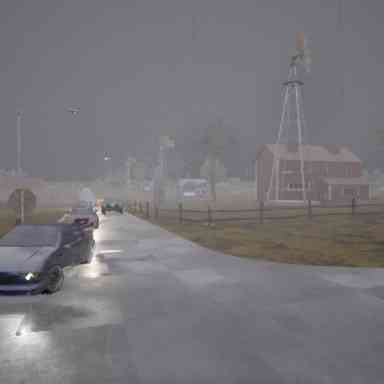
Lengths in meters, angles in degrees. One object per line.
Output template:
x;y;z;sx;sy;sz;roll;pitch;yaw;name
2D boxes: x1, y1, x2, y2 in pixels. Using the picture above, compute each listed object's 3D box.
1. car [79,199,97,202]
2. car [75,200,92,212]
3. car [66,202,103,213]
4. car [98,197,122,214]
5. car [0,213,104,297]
-10.489;1.615;32.022;2.033;1.411;5.357;0;0;-18;car
-13.836;1.714;42.550;1.994;1.385;4.181;0;-1;-17;car
-6.990;1.579;21.157;1.994;1.385;4.181;0;0;-19;car
-9.018;1.446;37.032;2.097;1.767;4.553;0;0;-18;car
-3.989;1.542;8.952;2.033;1.411;5.357;0;0;-3;car
